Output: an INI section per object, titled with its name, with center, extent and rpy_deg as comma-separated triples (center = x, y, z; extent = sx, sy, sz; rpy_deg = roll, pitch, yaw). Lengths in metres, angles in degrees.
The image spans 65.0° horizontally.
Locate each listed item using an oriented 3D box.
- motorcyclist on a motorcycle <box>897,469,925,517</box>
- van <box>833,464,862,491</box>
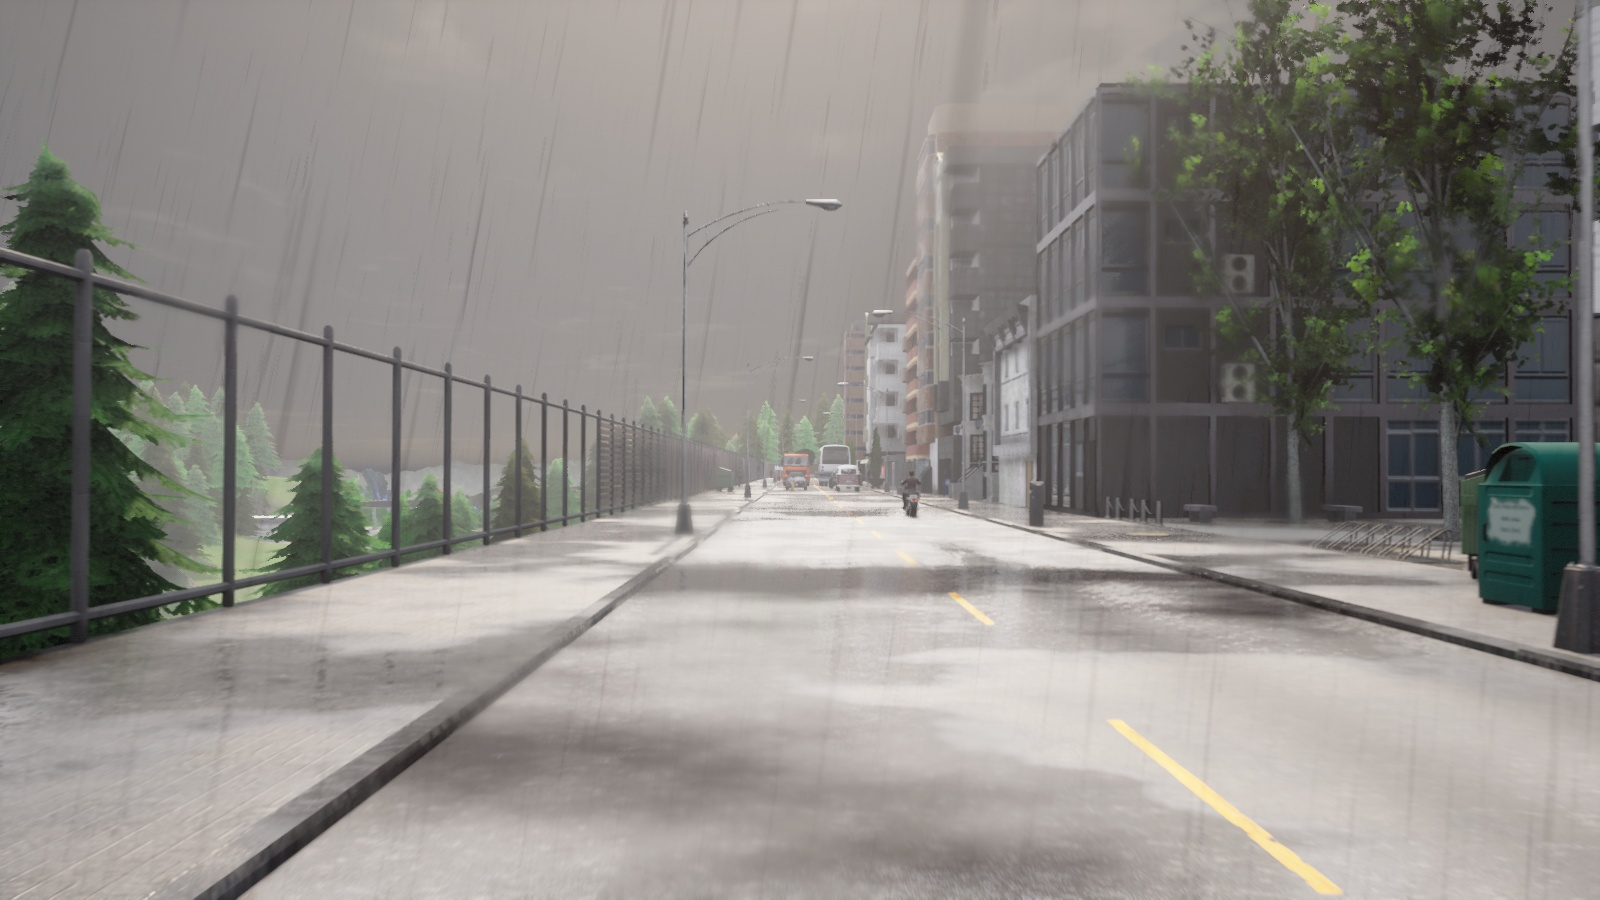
[motorcyclist on a motorcycle]
center = 3.876, 1.485, 43.956
extent = 0.766, 1.649, 2.350
rpy_deg = 0, -1, 0
[van]
center = 3.724, 2.170, 98.356
extent = 2.069, 2.038, 4.480
rpy_deg = 0, -1, 0
